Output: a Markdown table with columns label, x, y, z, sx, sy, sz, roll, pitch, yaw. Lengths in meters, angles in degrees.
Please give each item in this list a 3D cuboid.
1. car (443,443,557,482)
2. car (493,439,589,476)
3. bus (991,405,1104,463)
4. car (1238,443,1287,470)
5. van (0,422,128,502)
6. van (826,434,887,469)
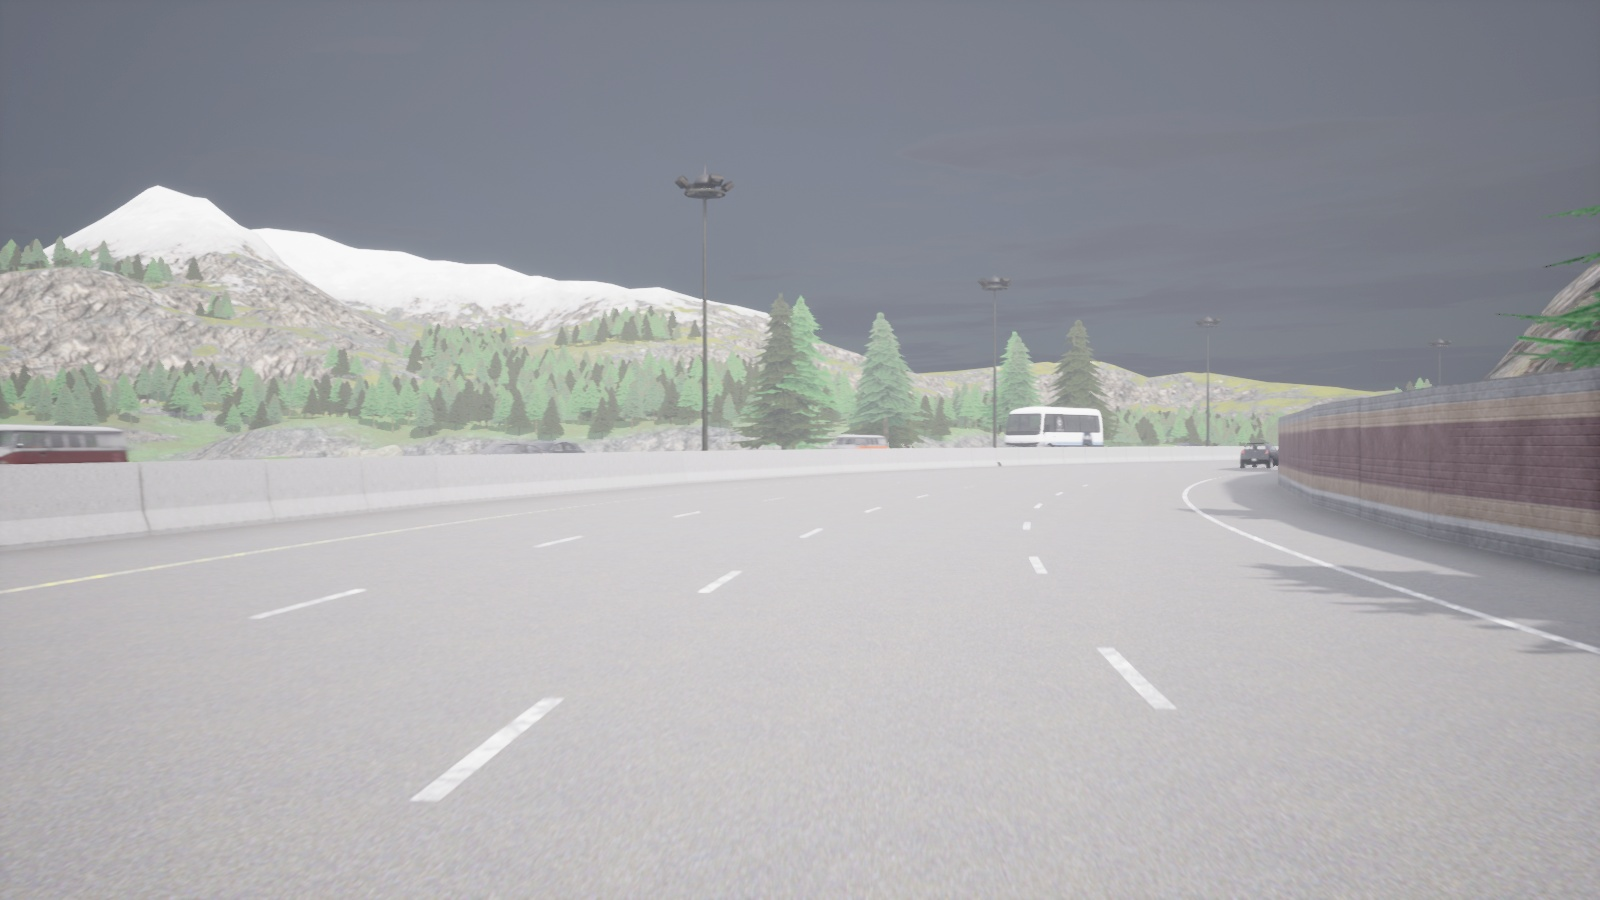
| label | x | y | z | sx | sy | sz | roll | pitch | yaw |
| --- | --- | --- | --- | --- | --- | --- | --- | --- | --- |
| car | -11.901 | 0.449 | 50.201 | 2.163 | 1.488 | 4.792 | 0 | 0 | 20 |
| car | -12.135 | 0.329 | 59.259 | 2.033 | 1.649 | 4.856 | 0 | 0 | 23 |
| bus | 19.226 | -1.155 | 96.954 | 3.944 | 4.253 | 10.273 | 0 | 0 | 41 |
| car | 26.557 | 0.383 | 72.056 | 1.845 | 1.501 | 3.633 | 0 | 0 | 35 |
| van | -20.408 | 0.286 | 33.593 | 1.775 | 1.987 | 4.442 | 0 | 0 | 13 |
| van | 3.390 | 0.082 | 74.693 | 1.775 | 1.987 | 4.442 | 0 | 0 | 31 |
